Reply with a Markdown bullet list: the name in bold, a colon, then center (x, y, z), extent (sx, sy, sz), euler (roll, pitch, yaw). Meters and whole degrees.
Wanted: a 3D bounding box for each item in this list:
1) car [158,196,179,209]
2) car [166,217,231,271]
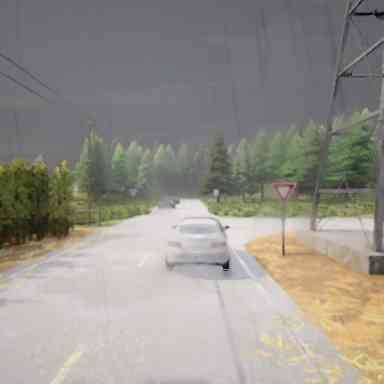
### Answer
- **car**: center (-3.284, 1.377, 44.477), extent (2.097, 1.767, 4.553), euler (0, 0, 0)
- **car**: center (0.275, 1.532, 10.912), extent (1.812, 1.442, 4.674), euler (0, 0, 4)
